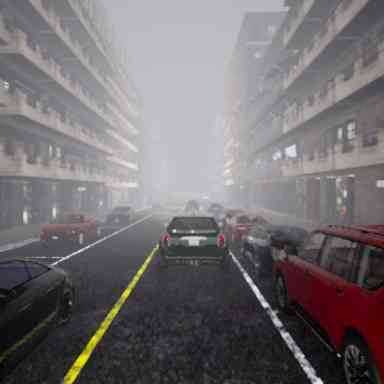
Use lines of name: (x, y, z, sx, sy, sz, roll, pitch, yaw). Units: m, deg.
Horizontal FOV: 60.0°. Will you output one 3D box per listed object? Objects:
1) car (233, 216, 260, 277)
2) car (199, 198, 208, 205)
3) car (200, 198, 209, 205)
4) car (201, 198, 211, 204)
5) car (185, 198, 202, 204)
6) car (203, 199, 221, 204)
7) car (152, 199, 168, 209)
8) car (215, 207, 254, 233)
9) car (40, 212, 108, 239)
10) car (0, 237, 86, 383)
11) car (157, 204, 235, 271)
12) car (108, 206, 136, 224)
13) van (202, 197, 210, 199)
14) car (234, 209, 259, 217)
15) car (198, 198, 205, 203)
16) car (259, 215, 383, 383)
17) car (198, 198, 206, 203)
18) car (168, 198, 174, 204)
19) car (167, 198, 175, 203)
car: (2.647, 1.659, 10.457, 1.947, 1.339, 4.313, -1, 0, 0)
car: (2.693, 2.221, 78.429, 1.802, 1.307, 4.206, -1, 0, 0)
car: (2.689, 2.037, 72.766, 1.967, 1.590, 4.097, -1, 0, 0)
car: (2.686, 1.928, 44.443, 2.008, 1.369, 4.403, -1, 0, 0)
car: (0.108, 1.902, 47.146, 1.837, 1.490, 4.892, 0, -1, 0)
car: (2.687, 1.897, 38.778, 1.947, 1.339, 4.313, -1, 0, 0)
car: (-5.692, 2.019, 55.717, 2.008, 1.369, 4.403, -1, 0, 0)
car: (2.654, 1.755, 21.785, 1.947, 1.339, 4.313, -1, 0, 0)
car: (-5.700, 1.686, 16.063, 1.887, 1.381, 4.507, -1, 0, 0)
car: (-3.099, 1.604, 4.361, 1.994, 1.385, 4.181, 0, -1, 0)
car: (0.038, 1.453, 11.426, 2.097, 1.767, 4.553, 0, 0, 0)
car: (-5.697, 1.802, 27.393, 1.947, 1.339, 4.313, -1, 0, 0)
van: (2.685, 1.853, 61.437, 1.690, 1.788, 3.998, -1, 0, 0)
car: (2.647, 1.686, 16.121, 1.887, 1.381, 4.507, -1, 0, 0)
car: (2.695, 2.308, 95.423, 1.887, 1.381, 4.507, -1, 0, 0)
car: (2.641, 1.359, 4.795, 2.192, 1.841, 5.009, -1, 0, 0)
car: (2.694, 2.267, 89.758, 1.887, 1.381, 4.507, -1, 0, 0)
car: (-5.687, 2.205, 83.870, 1.752, 1.417, 4.829, -1, 0, 0)
car: (-5.686, 2.288, 89.706, 1.947, 1.339, 4.313, -1, 0, 0)
